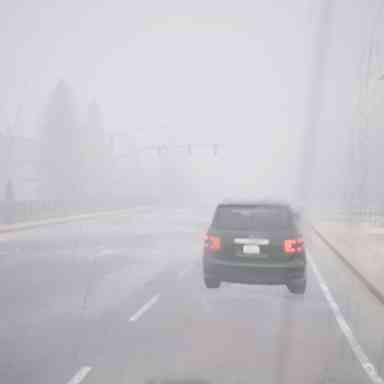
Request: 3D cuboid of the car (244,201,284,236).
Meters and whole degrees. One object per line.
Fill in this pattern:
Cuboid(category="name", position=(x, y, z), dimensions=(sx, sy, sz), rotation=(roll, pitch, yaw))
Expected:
Cuboid(category="car", position=(4.112, 1.342, 18.675), dimensions=(1.882, 1.535, 5.008), rotation=(0, 0, 14))

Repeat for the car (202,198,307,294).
Cuboid(category="car", position=(1.723, 1.158, 8.915), dimensions=(2.150, 2.045, 5.566), rotation=(0, 0, 13))
